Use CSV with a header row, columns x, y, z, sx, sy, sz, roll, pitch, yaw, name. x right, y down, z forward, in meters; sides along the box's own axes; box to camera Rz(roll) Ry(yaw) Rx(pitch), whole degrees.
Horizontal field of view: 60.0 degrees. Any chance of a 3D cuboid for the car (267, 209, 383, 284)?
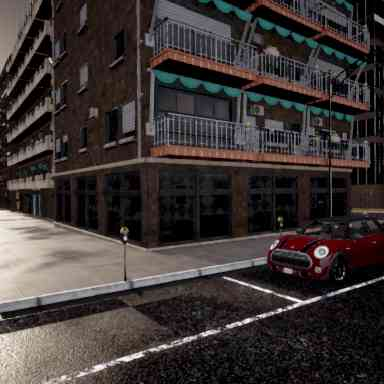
x,y,z,sx,sy,sz,roll,pitch,yaw,name
4.009,1.438,9.450,4.097,1.590,1.967,0,-1,-36,car
